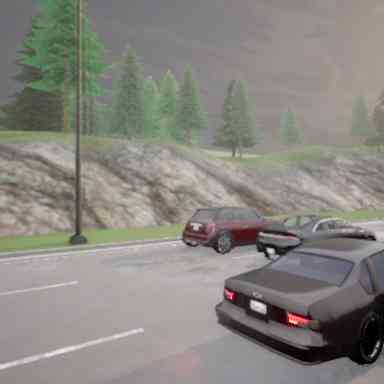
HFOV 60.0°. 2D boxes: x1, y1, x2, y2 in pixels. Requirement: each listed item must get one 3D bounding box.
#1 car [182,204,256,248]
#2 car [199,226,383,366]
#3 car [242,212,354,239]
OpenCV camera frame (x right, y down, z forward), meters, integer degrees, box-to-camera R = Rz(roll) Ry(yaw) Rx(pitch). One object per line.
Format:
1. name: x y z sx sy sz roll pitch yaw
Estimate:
1. car: 1.881 1.364 13.685 4.553 1.767 2.097 0 0 -35
2. car: 2.913 1.555 5.823 5.357 1.411 2.033 0 0 -35
3. car: 4.266 1.503 11.087 4.902 1.511 2.128 0 0 -35
